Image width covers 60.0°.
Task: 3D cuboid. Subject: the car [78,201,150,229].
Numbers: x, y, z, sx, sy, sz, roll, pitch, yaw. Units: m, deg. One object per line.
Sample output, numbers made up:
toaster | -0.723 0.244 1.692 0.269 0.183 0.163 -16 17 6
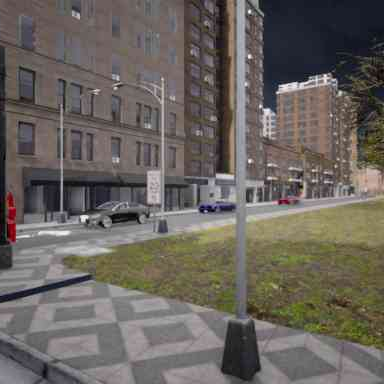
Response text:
car | -4.699 1.328 20.725 2.128 1.511 4.902 0 0 36

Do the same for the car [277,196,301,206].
car | 13.447 1.220 45.965 1.895 1.301 4.718 0 0 36

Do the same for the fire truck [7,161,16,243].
fire truck | -9.703 0.277 9.154 2.891 3.827 8.468 0 1 35

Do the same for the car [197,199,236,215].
car | 2.483 1.344 30.762 1.895 1.301 4.718 0 0 36
